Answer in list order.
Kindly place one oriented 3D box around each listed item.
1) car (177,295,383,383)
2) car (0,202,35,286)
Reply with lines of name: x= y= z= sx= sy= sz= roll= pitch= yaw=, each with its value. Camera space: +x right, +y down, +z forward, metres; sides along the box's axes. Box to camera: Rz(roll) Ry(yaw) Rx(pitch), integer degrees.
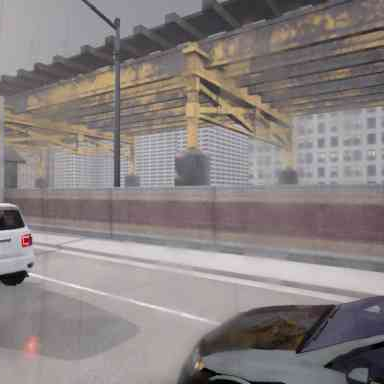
car: x=1.913 y=1.576 z=2.637 sx=4.181 sy=1.385 sz=1.994 roll=0 pitch=0 yaw=35
car: x=-6.186 y=1.246 z=8.314 sx=5.566 sy=2.045 sz=2.150 roll=0 pitch=0 yaw=36
